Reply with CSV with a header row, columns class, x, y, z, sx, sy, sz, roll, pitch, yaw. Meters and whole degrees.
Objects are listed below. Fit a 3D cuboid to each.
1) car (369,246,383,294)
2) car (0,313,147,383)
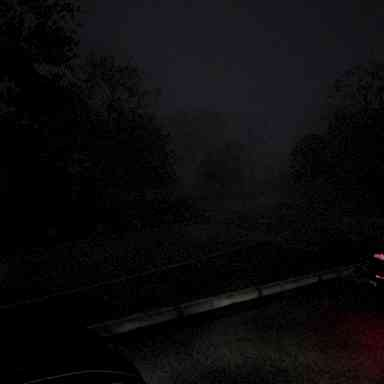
class,x,y,z,sx,sy,sz,roll,pitch,yaw
car,5.758,1.390,7.018,4.902,1.511,2.128,-1,1,-32
car,-2.356,1.354,1.632,4.553,1.767,2.097,0,0,-35
